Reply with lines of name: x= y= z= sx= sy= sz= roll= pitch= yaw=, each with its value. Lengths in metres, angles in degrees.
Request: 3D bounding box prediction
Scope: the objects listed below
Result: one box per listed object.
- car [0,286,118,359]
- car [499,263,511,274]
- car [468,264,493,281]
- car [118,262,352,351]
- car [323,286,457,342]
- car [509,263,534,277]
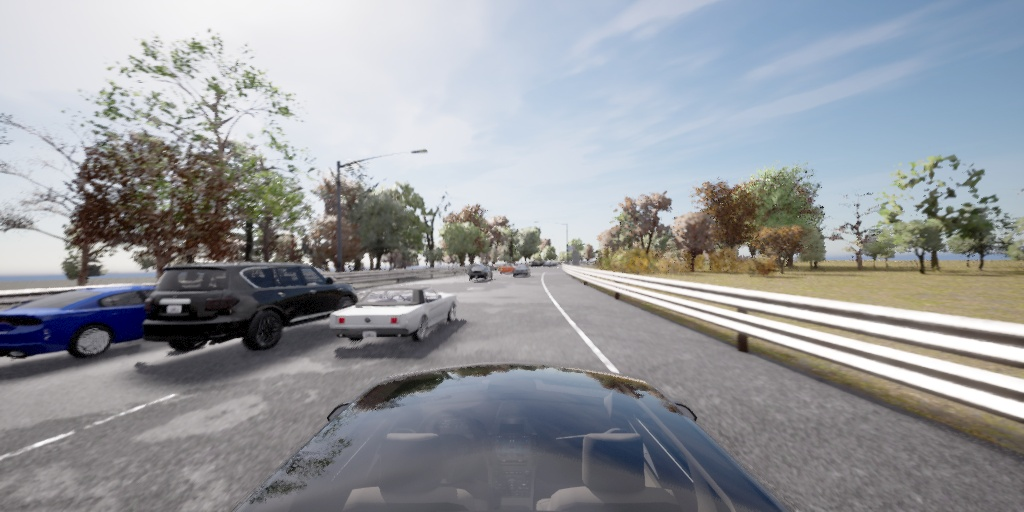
car: x=-10.049 y=1.525 z=9.437 sx=1.882 sy=1.535 sz=5.008 roll=-1 pitch=-1 yaw=5
car: x=-0.485 y=1.985 z=58.198 sx=2.097 sy=1.767 sz=4.553 roll=-1 pitch=-1 yaw=9
car: x=-3.286 y=1.879 z=38.591 sx=1.837 sy=1.490 sz=4.892 roll=-2 pitch=-1 yaw=7
car: x=-6.515 y=1.195 z=9.857 sx=2.150 sy=2.045 sz=5.566 roll=-1 pitch=-1 yaw=5
car: x=-2.969 y=1.499 z=10.215 sx=1.895 sy=1.301 sz=4.718 roll=-1 pitch=-1 yaw=5
car: x=1.334 y=1.947 z=46.678 sx=2.033 sy=1.411 sz=5.357 roll=-1 pitch=-1 yaw=8
